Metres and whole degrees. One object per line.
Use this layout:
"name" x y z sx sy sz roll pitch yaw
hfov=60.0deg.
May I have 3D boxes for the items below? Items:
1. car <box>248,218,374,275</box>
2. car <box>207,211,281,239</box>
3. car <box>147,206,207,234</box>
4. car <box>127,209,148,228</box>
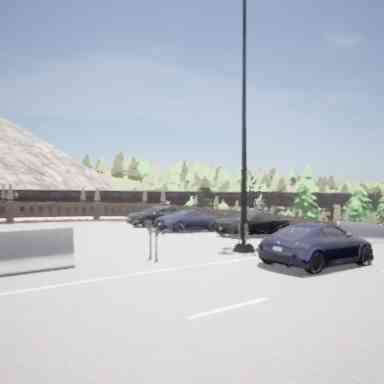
"car" 4.162 1.722 11.010 4.181 1.385 1.994 2 -1 -35
"car" 3.578 1.835 19.431 5.008 1.535 1.882 4 -2 -35
"car" -0.292 1.809 20.971 4.181 1.385 1.994 3 -2 -35
"car" -2.264 1.752 23.863 4.892 1.490 1.837 3 -2 -35
